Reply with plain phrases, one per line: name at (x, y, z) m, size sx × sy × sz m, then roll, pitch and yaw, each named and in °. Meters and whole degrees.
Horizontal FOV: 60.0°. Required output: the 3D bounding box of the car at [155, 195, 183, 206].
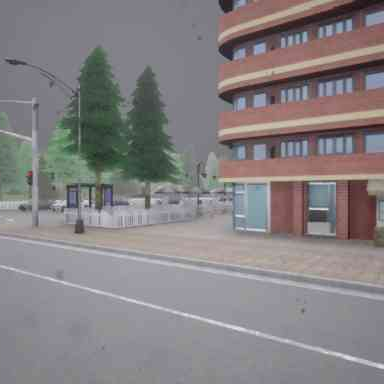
car at (-3.535, 1.295, 50.764) m, size 2.097 × 1.767 × 4.553 m, roll 0°, pitch 0°, yaw 44°

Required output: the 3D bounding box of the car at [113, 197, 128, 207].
car at (-11.116, 1.469, 46.955) m, size 1.812 × 1.442 × 4.674 m, roll 0°, pitch 0°, yaw 37°

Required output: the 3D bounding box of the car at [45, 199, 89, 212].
car at (-13.608, 1.469, 37.611) m, size 1.812 × 1.442 × 4.674 m, roll 0°, pitch 0°, yaw 36°

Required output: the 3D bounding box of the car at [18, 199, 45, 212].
car at (-17.526, 1.507, 38.123) m, size 1.994 × 1.385 × 4.181 m, roll 0°, pitch 0°, yaw 36°

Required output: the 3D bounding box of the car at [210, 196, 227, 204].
car at (5.364, 1.469, 62.185) m, size 4.674 × 1.442 × 1.812 m, roll 0°, pitch 0°, yaw -29°

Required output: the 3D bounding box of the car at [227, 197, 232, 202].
car at (9.611, 1.201, 60.533) m, size 5.357 × 1.411 × 2.033 m, roll 0°, pitch 0°, yaw -25°
